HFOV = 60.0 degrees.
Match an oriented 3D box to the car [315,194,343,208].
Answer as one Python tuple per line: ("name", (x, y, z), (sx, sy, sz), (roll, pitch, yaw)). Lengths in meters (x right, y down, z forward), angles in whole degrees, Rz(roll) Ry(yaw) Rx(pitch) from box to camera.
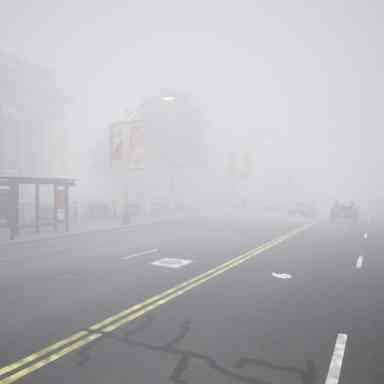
("car", (18.928, 1.479, 45.739), (2.128, 1.511, 4.902), (0, 0, 32))

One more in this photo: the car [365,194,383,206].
("car", (30.632, 1.511, 54.504), (4.674, 1.442, 1.812), (0, 0, -44))

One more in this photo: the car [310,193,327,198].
("car", (20.785, 1.209, 54.463), (2.150, 2.045, 5.566), (0, 0, 40))

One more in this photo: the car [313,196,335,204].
("car", (25.302, 1.504, 63.559), (4.674, 1.452, 2.002), (0, 0, -41))

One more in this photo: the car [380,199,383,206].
("car", (16.900, 1.519, 25.183), (1.812, 1.442, 4.674), (-1, 0, -7))

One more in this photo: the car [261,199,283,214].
("car", (8.737, 1.517, 35.010), (1.812, 1.442, 4.674), (0, 0, 29))

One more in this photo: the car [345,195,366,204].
("car", (29.441, 1.585, 58.443), (4.718, 1.301, 1.895), (0, 0, -40))

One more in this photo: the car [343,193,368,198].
("car", (32.671, 1.208, 65.291), (5.566, 2.045, 2.150), (0, 0, -34))

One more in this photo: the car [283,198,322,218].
("car", (10.195, 1.540, 30.442), (2.033, 1.411, 5.357), (0, 0, 29))

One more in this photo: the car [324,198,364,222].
("car", (12.063, 1.485, 26.174), (2.128, 1.511, 4.902), (0, 0, 29))
